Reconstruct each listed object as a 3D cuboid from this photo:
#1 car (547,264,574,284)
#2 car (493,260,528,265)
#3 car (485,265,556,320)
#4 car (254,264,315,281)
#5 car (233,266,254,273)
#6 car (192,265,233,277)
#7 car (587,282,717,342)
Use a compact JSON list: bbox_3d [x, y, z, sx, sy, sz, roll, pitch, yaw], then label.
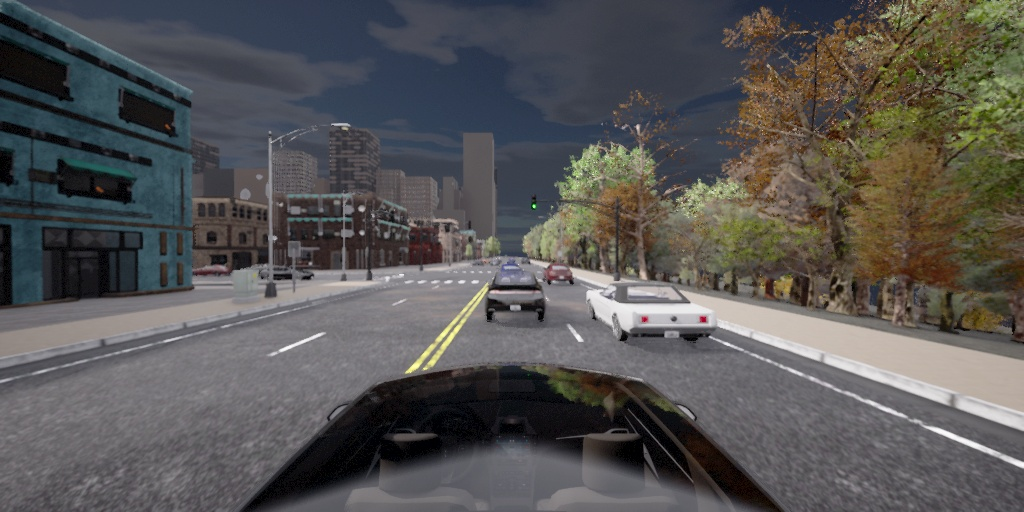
[{"bbox_3d":[3.356,1.278,26.497,1.812,1.442,4.674,0,0,0],"label":"car"},{"bbox_3d":[-0.188,1.278,26.482,1.812,1.442,4.674,0,0,-5],"label":"car"},{"bbox_3d":[0.101,1.243,12.549,2.128,1.511,4.902,0,0,0],"label":"car"},{"bbox_3d":[-19.942,1.570,31.934,4.313,1.339,1.948,0,0,0],"label":"car"},{"bbox_3d":[-28.273,1.567,40.448,4.403,1.370,2.007,0,0,0],"label":"car"},{"bbox_3d":[-33.809,1.662,40.456,4.207,1.307,1.802,0,0,0],"label":"car"},{"bbox_3d":[3.351,1.351,9.724,1.895,1.301,4.718,0,0,0],"label":"car"}]
